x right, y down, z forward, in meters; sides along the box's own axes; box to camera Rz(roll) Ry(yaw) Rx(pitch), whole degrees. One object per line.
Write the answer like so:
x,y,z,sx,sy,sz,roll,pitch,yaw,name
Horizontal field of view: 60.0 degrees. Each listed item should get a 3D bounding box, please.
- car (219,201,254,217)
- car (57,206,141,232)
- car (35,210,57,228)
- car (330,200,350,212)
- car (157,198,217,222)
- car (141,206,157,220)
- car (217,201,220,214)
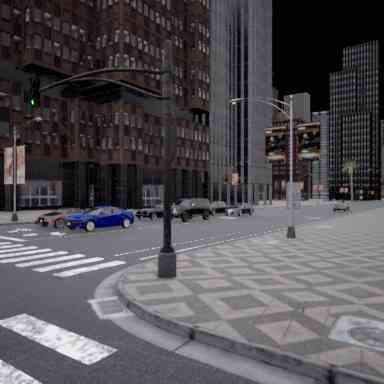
5.612,2.022,38.935,2.128,1.511,4.902,0,-1,35,car
-6.086,1.713,22.350,1.882,1.535,5.008,0,-1,35,car
-8.951,1.789,23.922,1.994,1.385,4.181,0,-1,36,car
24.183,2.427,53.678,2.033,1.411,5.357,0,-1,34,car
-0.312,1.602,30.543,2.150,2.045,5.566,0,-1,35,car
-3.281,1.968,31.975,1.895,1.301,4.718,0,-1,35,car
2.542,1.866,40.226,2.097,1.767,4.553,0,-1,35,car
